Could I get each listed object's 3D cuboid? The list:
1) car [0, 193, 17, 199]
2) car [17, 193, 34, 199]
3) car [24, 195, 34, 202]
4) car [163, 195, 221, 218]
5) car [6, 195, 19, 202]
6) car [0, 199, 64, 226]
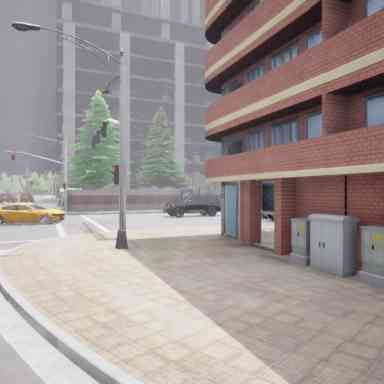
[{"bbox_3d":[-38.004,1.225,68.432,2.150,2.045,5.566,0,0,-23],"label":"car"},{"bbox_3d":[-34.638,1.225,69.458,2.150,2.045,5.566,0,0,-23],"label":"car"},{"bbox_3d":[-38.768,1.524,79.205,1.812,1.442,4.674,0,0,-23],"label":"car"},{"bbox_3d":[0.117,1.277,31.313,5.566,2.045,2.150,0,0,-23],"label":"car"},{"bbox_3d":[-42.153,1.540,78.223,2.033,1.411,5.357,0,0,-23],"label":"car"},{"bbox_3d":[-11.568,1.506,23.252,5.008,1.535,1.882,0,1,-3],"label":"car"}]
